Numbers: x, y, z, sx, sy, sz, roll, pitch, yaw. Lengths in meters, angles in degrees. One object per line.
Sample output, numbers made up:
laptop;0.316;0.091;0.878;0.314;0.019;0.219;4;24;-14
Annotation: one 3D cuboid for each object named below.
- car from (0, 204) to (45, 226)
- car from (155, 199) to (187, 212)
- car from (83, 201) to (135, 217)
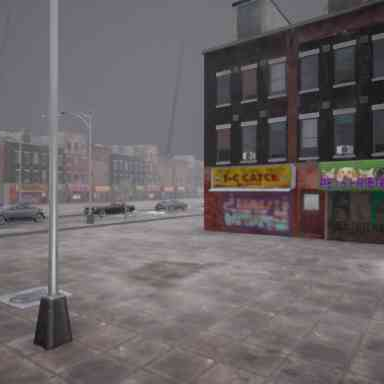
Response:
car;-12.598;1.515;23.380;1.994;1.385;4.181;0;0;36
car;-2.363;1.450;37.863;1.994;1.385;4.181;0;0;35
car;-7.556;1.519;30.516;1.895;1.301;4.718;0;0;36
